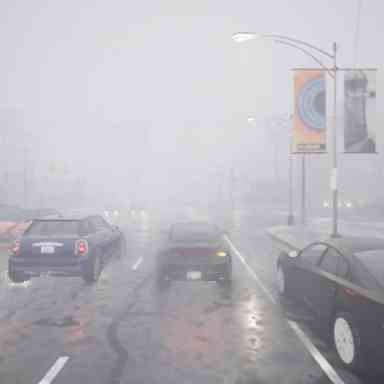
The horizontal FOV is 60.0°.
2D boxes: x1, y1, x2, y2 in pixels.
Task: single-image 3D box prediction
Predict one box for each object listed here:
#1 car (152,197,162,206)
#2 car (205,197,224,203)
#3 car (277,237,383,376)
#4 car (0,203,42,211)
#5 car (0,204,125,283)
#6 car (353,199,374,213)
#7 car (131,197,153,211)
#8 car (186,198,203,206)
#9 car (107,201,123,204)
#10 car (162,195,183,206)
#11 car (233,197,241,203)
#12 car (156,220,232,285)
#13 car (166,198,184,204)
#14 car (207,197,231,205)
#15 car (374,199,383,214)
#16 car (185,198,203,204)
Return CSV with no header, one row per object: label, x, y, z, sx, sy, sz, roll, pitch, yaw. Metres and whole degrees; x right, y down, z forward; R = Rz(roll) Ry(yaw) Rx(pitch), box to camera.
car,-8.180,1.767,64.599,2.097,1.767,4.553,0,0,17
car,5.897,2.080,86.148,4.902,1.511,2.128,0,-1,-43
car,2.895,1.518,5.766,2.097,1.535,5.008,0,0,0
car,-7.116,1.444,14.270,2.097,1.767,4.553,0,0,0
car,-3.438,1.417,10.062,2.097,1.767,4.553,0,0,0
car,21.853,1.610,40.014,4.553,1.767,2.097,0,0,-1
car,-7.085,1.843,45.846,2.033,1.411,5.357,0,0,1
car,0.392,1.995,66.910,1.994,1.385,4.181,0,0,24
car,-10.539,1.854,45.098,1.994,1.385,4.181,0,0,1
car,-4.344,1.643,65.114,2.150,2.045,5.566,0,-1,20
car,10.478,2.075,85.349,4.902,1.511,2.128,0,0,-37
car,0.060,1.570,9.710,1.837,1.490,4.892,0,0,0
car,-3.712,2.006,74.787,1.812,1.442,4.674,0,0,29
car,5.787,1.993,70.180,2.033,1.411,5.357,0,0,33
car,23.119,1.588,36.525,4.553,1.767,2.097,0,0,-1
car,0.455,2.077,74.810,1.895,1.301,4.718,0,0,33
